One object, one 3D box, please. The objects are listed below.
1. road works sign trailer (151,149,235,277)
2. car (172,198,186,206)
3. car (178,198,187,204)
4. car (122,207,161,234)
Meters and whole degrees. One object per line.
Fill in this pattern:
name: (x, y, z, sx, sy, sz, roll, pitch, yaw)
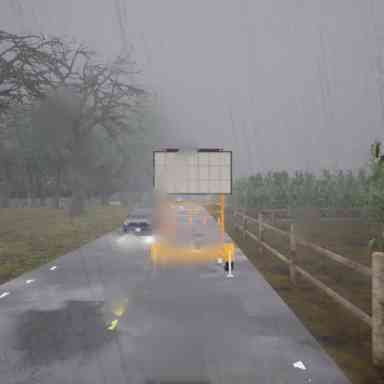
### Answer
road works sign trailer: (0.023, 0.478, 10.272, 2.380, 3.560, 2.880, 0, 0, 0)
car: (-2.677, 1.843, 61.639, 1.882, 1.535, 5.008, 0, -1, 1)
car: (-2.552, 2.446, 88.242, 2.128, 1.511, 4.902, 0, -2, 0)
car: (-2.807, 1.597, 19.991, 2.033, 1.411, 5.357, 0, 0, 0)
